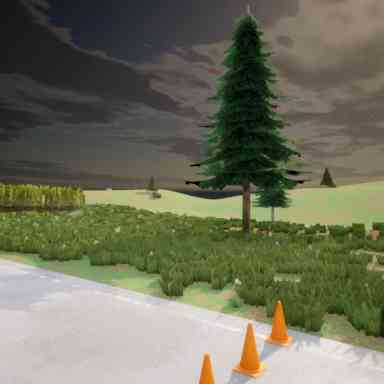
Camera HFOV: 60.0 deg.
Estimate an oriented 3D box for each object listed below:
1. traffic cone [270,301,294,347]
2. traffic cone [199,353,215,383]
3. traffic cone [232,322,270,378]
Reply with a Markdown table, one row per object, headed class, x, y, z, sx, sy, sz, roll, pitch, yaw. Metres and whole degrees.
| class | x | y | z | sx | sy | sz | roll | pitch | yaw |
| --- | --- | --- | --- | --- | --- | --- | --- | --- | --- |
| traffic cone | 1.324 | 1.955 | 5.047 | 0.340 | 0.580 | 0.340 | 0 | 0 | 36 |
| traffic cone | 0.154 | 1.955 | 3.424 | 0.340 | 0.580 | 0.340 | 0 | 0 | 36 |
| traffic cone | 0.739 | 1.955 | 4.235 | 0.340 | 0.580 | 0.340 | 0 | 0 | 36 |
